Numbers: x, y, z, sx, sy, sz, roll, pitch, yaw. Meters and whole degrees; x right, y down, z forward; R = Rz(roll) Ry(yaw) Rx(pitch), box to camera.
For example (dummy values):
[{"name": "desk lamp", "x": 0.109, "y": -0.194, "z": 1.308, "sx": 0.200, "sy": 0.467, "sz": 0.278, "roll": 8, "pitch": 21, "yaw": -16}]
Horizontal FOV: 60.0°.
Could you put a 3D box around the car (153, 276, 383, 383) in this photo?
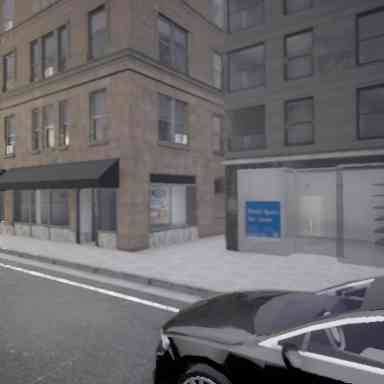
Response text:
[{"name": "car", "x": 1.839, "y": 1.482, "z": 2.691, "sx": 4.902, "sy": 1.511, "sz": 2.128, "roll": 0, "pitch": 0, "yaw": 36}]
